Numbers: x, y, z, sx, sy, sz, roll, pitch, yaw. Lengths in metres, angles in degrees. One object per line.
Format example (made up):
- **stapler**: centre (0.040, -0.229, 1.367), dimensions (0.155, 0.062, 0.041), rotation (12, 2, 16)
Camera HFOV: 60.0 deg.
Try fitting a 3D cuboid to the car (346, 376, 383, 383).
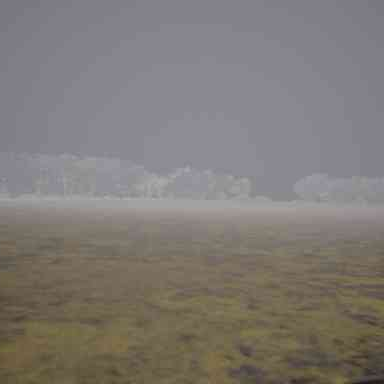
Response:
- **car**: centre (3.221, 1.724, 1.686), dimensions (5.008, 1.535, 1.882), rotation (2, -3, 8)
